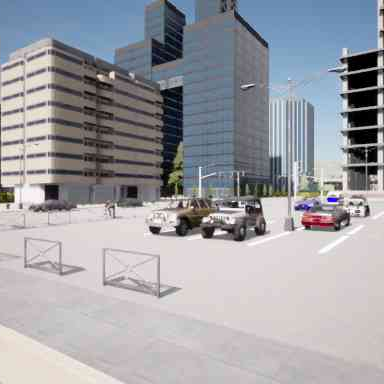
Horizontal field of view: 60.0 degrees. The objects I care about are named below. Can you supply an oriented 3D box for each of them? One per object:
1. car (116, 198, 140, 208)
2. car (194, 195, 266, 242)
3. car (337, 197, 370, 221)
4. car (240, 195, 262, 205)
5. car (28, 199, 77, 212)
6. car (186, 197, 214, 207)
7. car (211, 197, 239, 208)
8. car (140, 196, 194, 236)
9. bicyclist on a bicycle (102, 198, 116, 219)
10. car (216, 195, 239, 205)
[{"bbox_3d":[-9.097,1.564,48.461,1.994,1.385,4.181,0,0,34],"label":"car"},{"bbox_3d":[2.074,1.156,15.629,1.905,1.878,3.866,0,0,34],"label":"car"},{"bbox_3d":[14.074,1.395,28.607,1.970,1.475,3.806,0,0,34],"label":"car"},{"bbox_3d":[10.365,1.352,58.368,2.097,1.767,4.553,0,0,34],"label":"car"},{"bbox_3d":[-15.894,1.547,38.313,2.033,1.411,5.357,0,0,34],"label":"car"},{"bbox_3d":[1.293,1.491,51.161,2.128,1.511,4.902,0,0,34],"label":"car"},{"bbox_3d":[5.107,1.547,50.488,2.033,1.411,5.357,0,0,33],"label":"car"},{"bbox_3d":[-0.296,1.153,17.291,1.932,1.855,4.605,0,0,34],"label":"car"},{"bbox_3d":[-6.542,1.302,26.240,1.656,1.620,0.582,0,0,34],"label":"bicyclist on a bicycle"},{"bbox_3d":[6.330,1.352,58.795,2.097,1.767,4.553,0,0,34],"label":"car"}]
